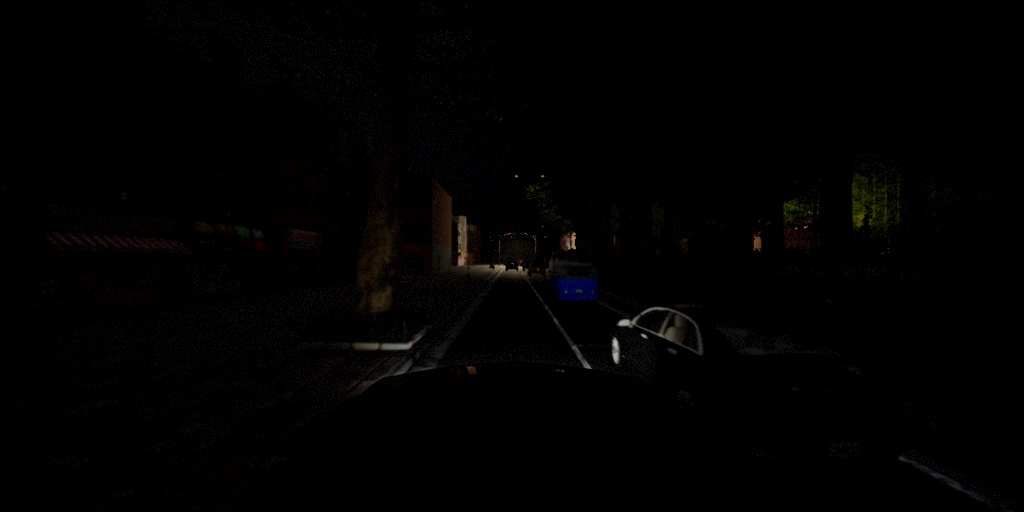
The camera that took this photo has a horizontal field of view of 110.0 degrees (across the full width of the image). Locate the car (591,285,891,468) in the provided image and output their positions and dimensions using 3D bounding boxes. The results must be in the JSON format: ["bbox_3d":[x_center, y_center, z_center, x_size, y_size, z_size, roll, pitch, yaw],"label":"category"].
[{"bbox_3d":[2.638,1.314,5.029,2.007,1.370,4.403,0,0,0],"label":"car"}]

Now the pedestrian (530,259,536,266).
[{"bbox_3d":[2.741,1.270,43.106,0.375,1.860,0.375,1,-1,-10],"label":"pedestrian"}]

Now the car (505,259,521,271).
[{"bbox_3d":[-0.020,1.537,54.045,1.837,1.490,4.892,0,-2,0],"label":"car"}]

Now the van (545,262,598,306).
[{"bbox_3d":[2.633,1.153,15.928,1.690,1.789,3.998,0,0,0],"label":"van"}]

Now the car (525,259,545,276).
[{"bbox_3d":[2.735,1.393,40.102,1.801,1.575,5.366,0,0,0],"label":"car"}]

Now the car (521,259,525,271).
[{"bbox_3d":[2.618,1.338,54.072,2.192,1.841,5.009,0,0,0],"label":"car"}]
